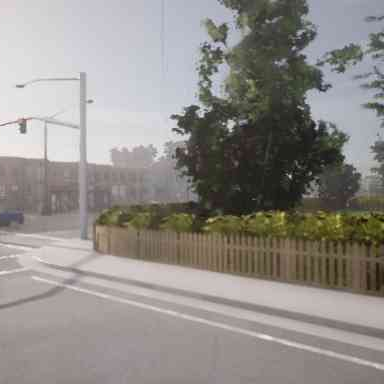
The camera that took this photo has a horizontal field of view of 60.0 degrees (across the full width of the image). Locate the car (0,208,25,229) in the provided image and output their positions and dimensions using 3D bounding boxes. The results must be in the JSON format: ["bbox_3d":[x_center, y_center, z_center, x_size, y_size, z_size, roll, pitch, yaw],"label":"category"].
[{"bbox_3d":[-13.723,1.754,21.869,1.882,1.535,5.008,-1,0,35],"label":"car"}]

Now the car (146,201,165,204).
[{"bbox_3d":[-4.055,1.753,35.545,1.882,1.535,5.008,-1,-1,36],"label":"car"}]
